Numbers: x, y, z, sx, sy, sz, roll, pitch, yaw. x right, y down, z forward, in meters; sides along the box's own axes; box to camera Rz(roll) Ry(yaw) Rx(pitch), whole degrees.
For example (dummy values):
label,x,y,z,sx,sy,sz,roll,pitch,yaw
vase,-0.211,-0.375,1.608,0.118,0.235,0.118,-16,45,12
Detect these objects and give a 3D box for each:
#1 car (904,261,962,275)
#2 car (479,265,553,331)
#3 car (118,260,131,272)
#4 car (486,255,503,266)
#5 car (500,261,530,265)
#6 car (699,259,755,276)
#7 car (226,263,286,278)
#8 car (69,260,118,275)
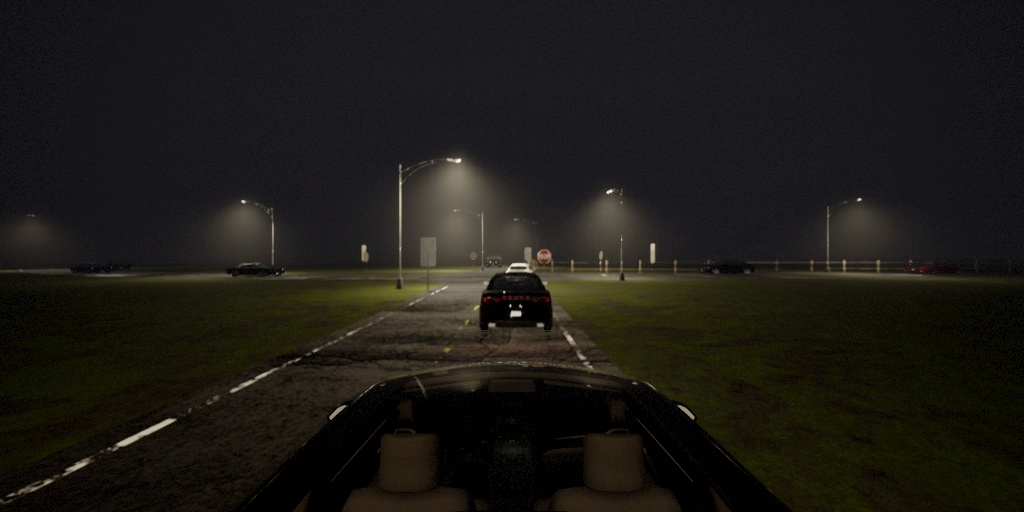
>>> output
label,x,y,z,sx,sy,sz,roll,pitch,yaw
car,42.336,1.181,36.119,4.181,1.385,1.994,0,1,-1
car,0.108,1.202,10.939,1.882,1.535,5.008,0,0,0
car,-48.252,1.178,43.276,5.008,1.535,1.882,0,1,25
car,-2.789,0.828,56.134,2.150,2.045,5.566,0,0,1
car,0.595,1.215,24.051,1.812,1.442,4.674,0,0,7
car,21.264,1.106,35.559,5.008,1.535,1.882,0,1,-2
car,-23.687,1.316,33.200,4.718,1.301,1.895,0,1,9
car,-45.992,1.333,39.291,4.718,1.301,1.895,0,1,22
